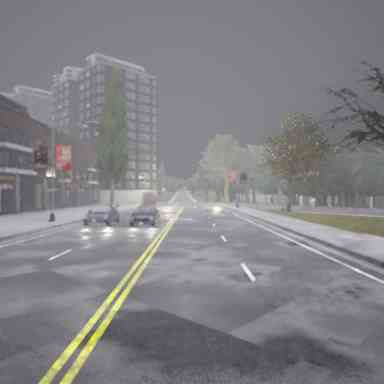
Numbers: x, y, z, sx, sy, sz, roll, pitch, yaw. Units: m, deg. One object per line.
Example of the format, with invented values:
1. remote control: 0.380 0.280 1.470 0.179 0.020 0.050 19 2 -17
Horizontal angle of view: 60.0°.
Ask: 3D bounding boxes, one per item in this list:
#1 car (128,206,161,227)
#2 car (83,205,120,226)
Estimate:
1. car: -3.369 1.720 24.607 2.033 1.411 5.357 0 0 0
2. car: -6.624 1.701 24.874 1.812 1.442 4.674 0 0 0
